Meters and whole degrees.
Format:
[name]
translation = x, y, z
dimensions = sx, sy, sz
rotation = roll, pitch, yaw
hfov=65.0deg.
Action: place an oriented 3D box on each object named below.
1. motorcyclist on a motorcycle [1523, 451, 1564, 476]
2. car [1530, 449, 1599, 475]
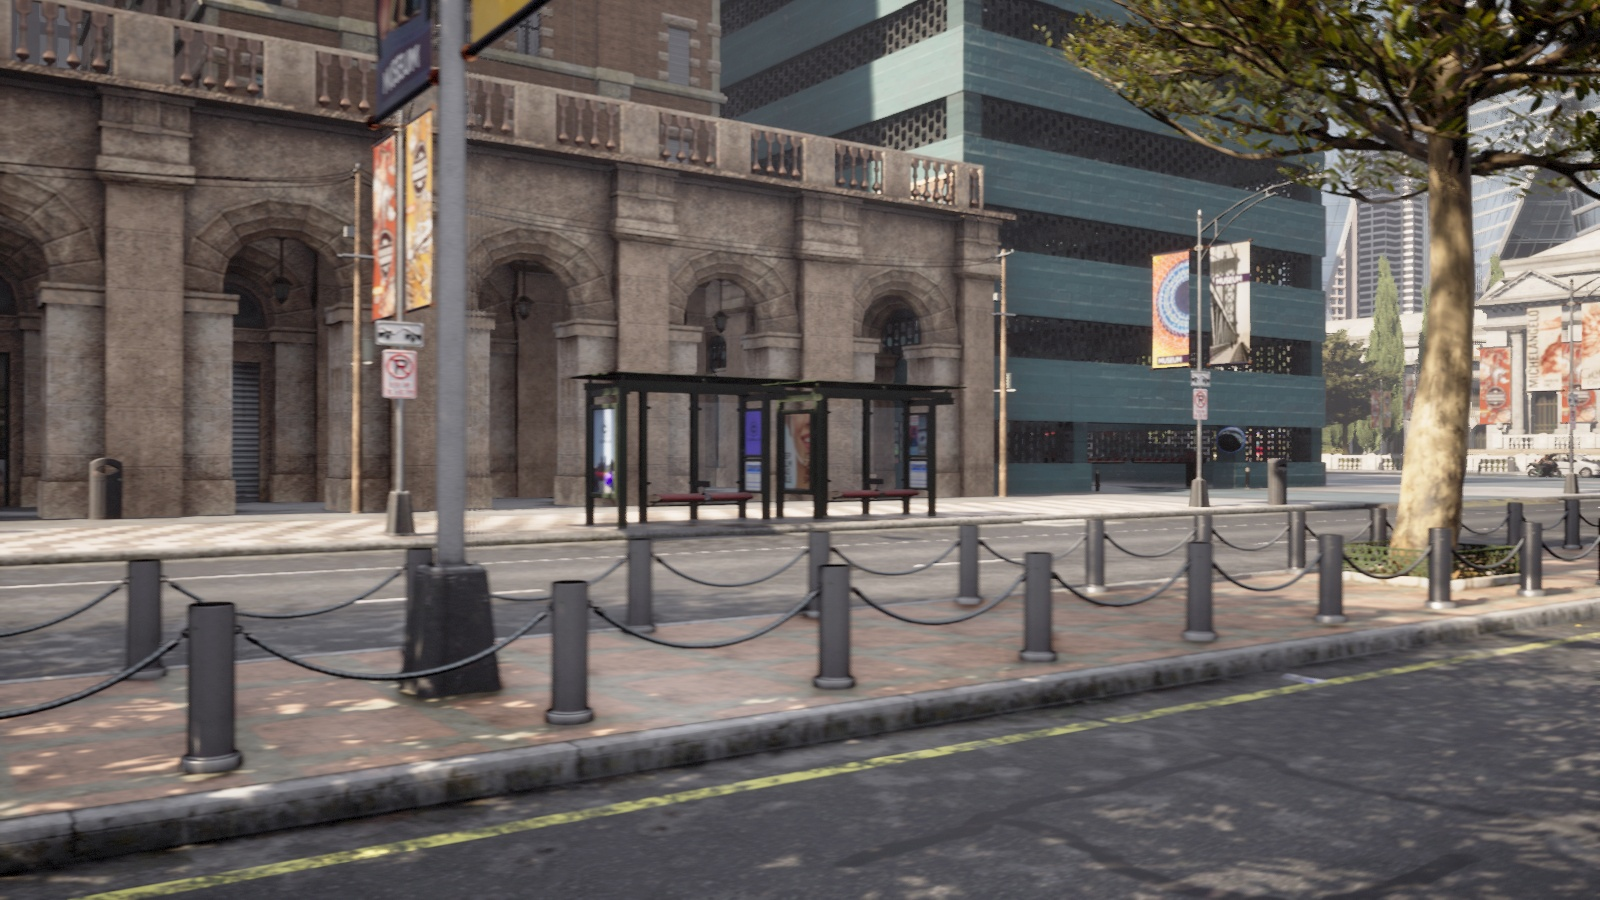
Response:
[motorcyclist on a motorcycle]
translation = 46.186, 0.820, 77.978
dimensions = 0.797, 1.523, 2.044
rotation = 0, 0, -35
[car]
translation = 49.044, 0.735, 79.998
dimensions = 1.851, 1.617, 3.988
rotation = 0, 0, -35
